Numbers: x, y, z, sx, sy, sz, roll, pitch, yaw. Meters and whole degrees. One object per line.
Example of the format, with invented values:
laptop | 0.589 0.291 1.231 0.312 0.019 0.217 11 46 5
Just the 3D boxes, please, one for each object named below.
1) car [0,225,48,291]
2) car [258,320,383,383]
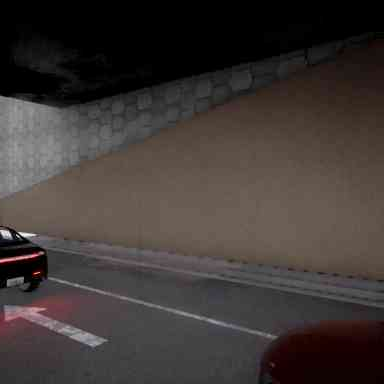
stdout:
car | -5.331 1.492 7.745 4.902 1.511 2.128 0 0 35
car | 2.676 1.526 1.975 4.674 1.442 1.812 0 0 36
